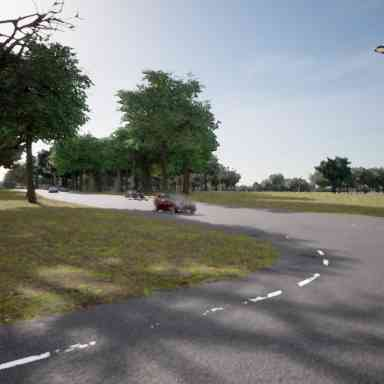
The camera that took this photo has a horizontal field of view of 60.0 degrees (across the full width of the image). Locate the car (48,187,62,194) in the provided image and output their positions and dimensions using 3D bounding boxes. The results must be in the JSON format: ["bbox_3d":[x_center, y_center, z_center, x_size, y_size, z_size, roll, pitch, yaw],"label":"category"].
[{"bbox_3d":[-31.378,-0.390,75.452,1.882,1.535,5.008,-1,2,-29],"label":"car"}]

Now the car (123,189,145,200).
[{"bbox_3d":[-9.060,0.375,51.543,1.837,1.490,4.892,-1,2,-35],"label":"car"}]

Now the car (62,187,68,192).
[{"bbox_3d":[-33.427,-0.615,86.047,1.994,1.385,4.181,-1,2,-35],"label":"car"}]

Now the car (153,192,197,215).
[{"bbox_3d":[-1.561,0.926,28.812,2.097,1.767,4.553,-1,2,-35],"label":"car"}]
